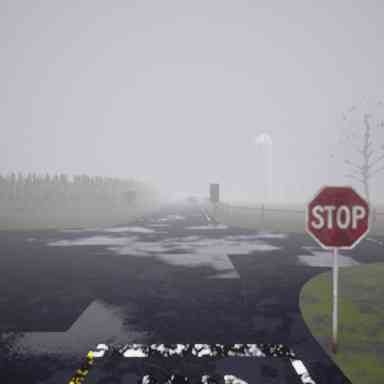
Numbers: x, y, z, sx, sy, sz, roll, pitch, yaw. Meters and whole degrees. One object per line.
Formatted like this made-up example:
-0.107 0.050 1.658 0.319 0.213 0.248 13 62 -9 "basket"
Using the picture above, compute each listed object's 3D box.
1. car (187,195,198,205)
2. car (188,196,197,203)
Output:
0.110 1.408 61.249 2.097 1.767 4.553 0 0 1 "car"
0.061 1.597 71.301 1.895 1.301 4.718 0 0 0 "car"
